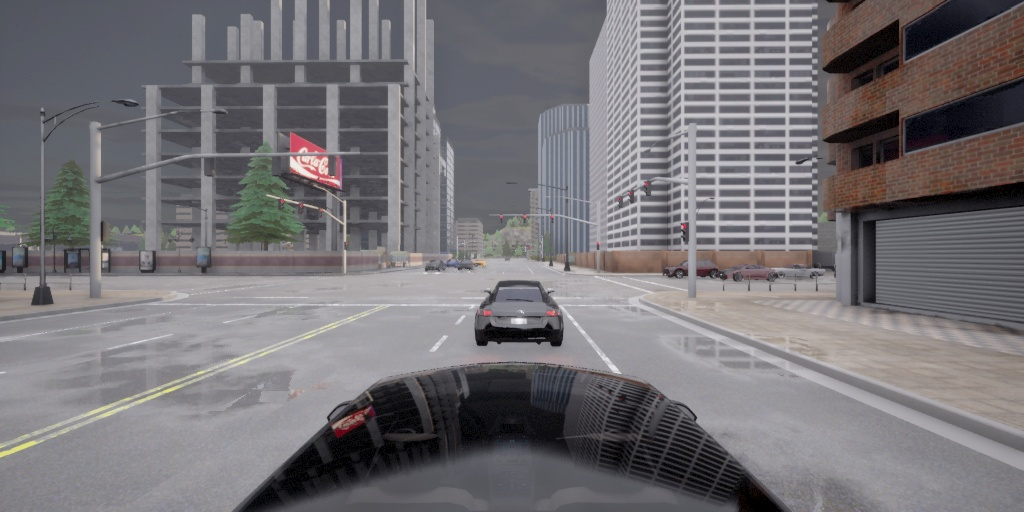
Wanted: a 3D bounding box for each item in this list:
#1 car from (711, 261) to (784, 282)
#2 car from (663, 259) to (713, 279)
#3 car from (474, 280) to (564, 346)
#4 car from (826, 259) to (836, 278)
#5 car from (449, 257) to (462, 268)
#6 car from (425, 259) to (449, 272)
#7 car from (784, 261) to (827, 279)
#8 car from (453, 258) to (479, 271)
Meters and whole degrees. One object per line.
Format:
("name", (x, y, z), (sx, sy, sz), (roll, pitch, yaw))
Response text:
("car", (18.789, 1.314, 28.776), (4.181, 1.385, 1.994), (0, 0, 1))
("car", (16.063, 1.102, 32.310), (4.553, 1.767, 2.097), (0, 0, 1))
("car", (0.187, 1.314, 9.399), (1.994, 1.385, 4.181), (0, 0, 1))
("car", (28.675, 1.228, 28.640), (5.008, 1.535, 1.882), (0, 0, 1))
("car", (-9.636, 1.228, 57.605), (1.882, 1.535, 5.008), (0, 0, 1))
("car", (-9.846, 1.254, 46.211), (1.837, 1.490, 4.892), (0, 0, 1))
("car", (25.056, 1.351, 32.195), (4.718, 1.301, 1.895), (0, 0, 1))
("car", (-6.286, 1.297, 49.657), (2.033, 1.411, 5.357), (0, 0, 1))
